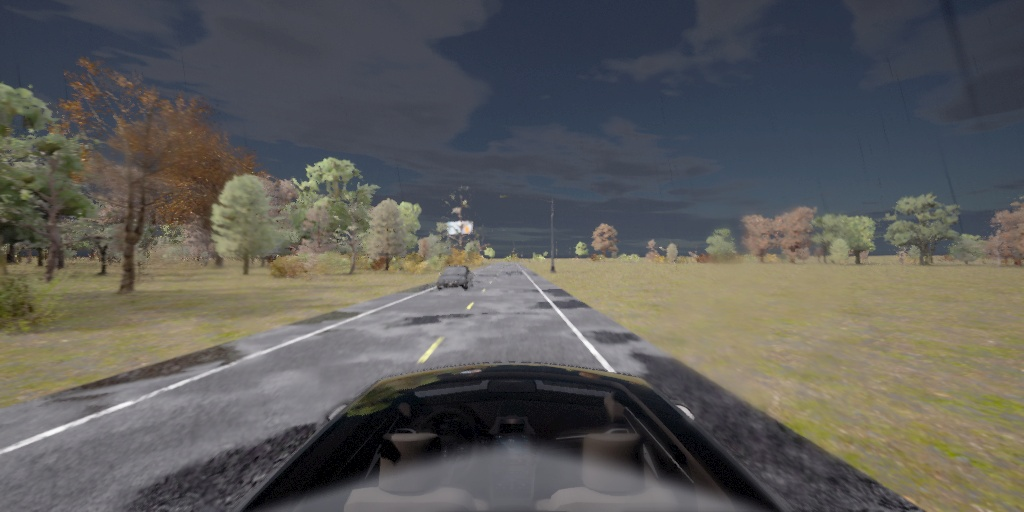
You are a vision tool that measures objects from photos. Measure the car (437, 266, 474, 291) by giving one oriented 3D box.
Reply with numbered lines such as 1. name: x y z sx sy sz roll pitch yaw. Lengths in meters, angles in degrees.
1. car: -3.592 1.411 23.398 1.837 1.490 4.892 0 -1 0
